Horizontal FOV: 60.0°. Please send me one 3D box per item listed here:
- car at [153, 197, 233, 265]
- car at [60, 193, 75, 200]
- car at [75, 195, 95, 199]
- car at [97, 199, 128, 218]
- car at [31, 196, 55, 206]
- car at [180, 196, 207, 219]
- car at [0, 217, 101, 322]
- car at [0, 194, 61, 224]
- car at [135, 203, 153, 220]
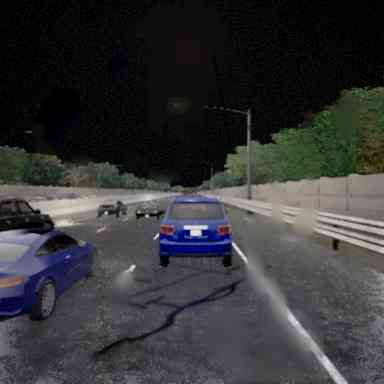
[{"bbox_3d":[0.105,1.184,11.601,2.150,2.045,5.566,0,0,0],"label":"car"},{"bbox_3d":[-21.011,1.123,55.320,2.150,2.045,5.566,0,0,1],"label":"car"},{"bbox_3d":[-17.500,1.446,56.497,2.033,1.411,5.357,0,0,1],"label":"car"},{"bbox_3d":[-6.886,1.426,29.105,1.837,1.490,4.892,0,0,0],"label":"car"},{"bbox_3d":[-24.516,1.462,54.989,1.994,1.385,4.181,0,0,1],"label":"car"},{"bbox_3d":[0.114,1.273,28.720,2.097,1.767,4.553,0,0,0],"label":"car"},{"bbox_3d":[-3.409,1.502,7.084,1.812,1.442,4.674,0,0,0],"label":"car"},{"bbox_3d":[-6.894,1.184,11.719,2.150,2.045,5.566,0,0,0],"label":"car"},{"bbox_3d":[-3.386,1.525,27.388,1.895,1.301,4.718,0,0,0],"label":"car"}]
